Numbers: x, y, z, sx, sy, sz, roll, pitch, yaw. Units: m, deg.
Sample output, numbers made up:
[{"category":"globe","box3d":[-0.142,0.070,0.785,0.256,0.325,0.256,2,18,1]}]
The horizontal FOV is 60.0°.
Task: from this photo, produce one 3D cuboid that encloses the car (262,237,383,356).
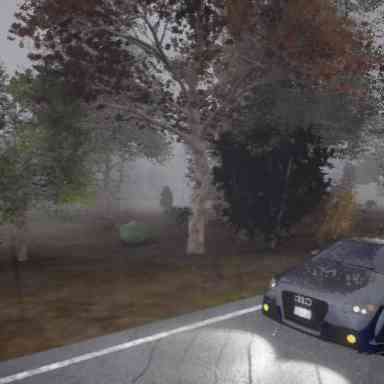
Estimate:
[{"category":"car","box3d":[3.227,1.564,5.986,4.181,1.385,1.994,0,0,-35]}]
